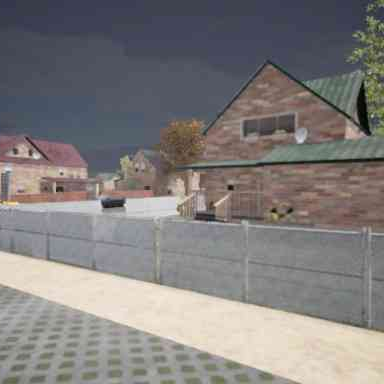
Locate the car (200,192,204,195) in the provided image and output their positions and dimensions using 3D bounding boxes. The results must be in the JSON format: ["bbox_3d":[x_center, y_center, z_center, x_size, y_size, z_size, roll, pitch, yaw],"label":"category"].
[{"bbox_3d":[2.434,0.560,46.970,2.033,1.411,5.357,1,2,36],"label":"car"}]

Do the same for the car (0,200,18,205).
[{"bbox_3d":[-14.664,1.180,23.001,1.882,1.535,5.008,1,2,35],"label":"car"}]

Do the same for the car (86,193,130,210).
[{"bbox_3d":[-8.175,0.917,32.123,1.882,1.535,5.008,1,2,35],"label":"car"}]
